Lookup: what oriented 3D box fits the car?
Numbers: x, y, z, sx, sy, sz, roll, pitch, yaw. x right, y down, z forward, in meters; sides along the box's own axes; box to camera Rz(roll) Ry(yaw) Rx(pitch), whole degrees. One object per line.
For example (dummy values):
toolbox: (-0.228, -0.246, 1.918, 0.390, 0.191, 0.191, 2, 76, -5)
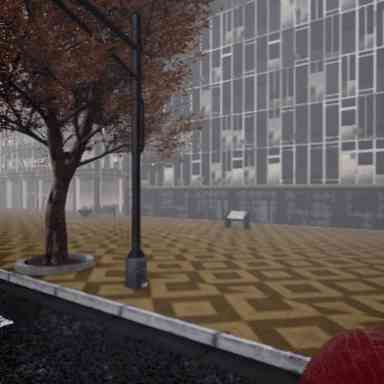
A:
car: (2.749, 1.322, 0.918, 5.009, 1.841, 2.192, 0, 0, 35)
